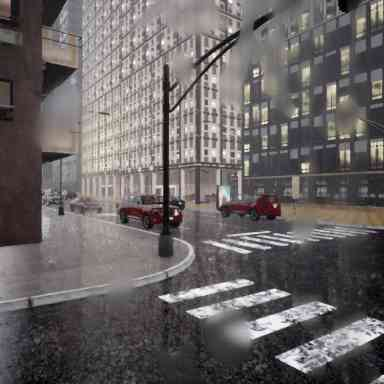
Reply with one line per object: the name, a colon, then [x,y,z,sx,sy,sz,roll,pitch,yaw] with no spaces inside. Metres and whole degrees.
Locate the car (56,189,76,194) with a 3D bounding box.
car: [-19.516,0.516,52.476,1.837,1.490,4.892,0,1,-36]

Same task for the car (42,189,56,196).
car: [-31.675,0.096,73.654,1.887,1.381,4.507,1,0,-36]

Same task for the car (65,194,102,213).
car: [-9.086,1.067,28.282,1.802,1.307,4.206,2,0,-36]

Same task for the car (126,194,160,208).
car: [-5.602,0.965,37.745,1.947,1.339,4.313,1,0,-36]

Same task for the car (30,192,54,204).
car: [-18.862,0.752,41.744,1.802,1.307,4.206,2,0,-36]

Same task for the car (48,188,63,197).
car: [-28.413,0.098,69.165,1.967,1.590,4.097,1,0,-36]

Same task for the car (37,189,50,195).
car: [-34.935,-0.011,78.143,1.887,1.381,4.507,1,0,-36]

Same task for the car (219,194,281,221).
car: [4.182,1.027,24.278,2.192,1.841,5.009,1,0,-36]

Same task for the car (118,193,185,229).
car: [-2.562,1.008,19.306,2.192,1.841,5.009,2,0,-36]

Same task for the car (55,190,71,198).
car: [-25.157,0.309,64.677,1.887,1.381,4.507,1,0,-36]

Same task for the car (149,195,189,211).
car: [-2.342,1.070,33.256,1.947,1.339,4.313,1,0,-36]

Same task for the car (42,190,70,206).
car: [-15.603,0.826,37.257,2.008,1.369,4.403,2,0,-36]
